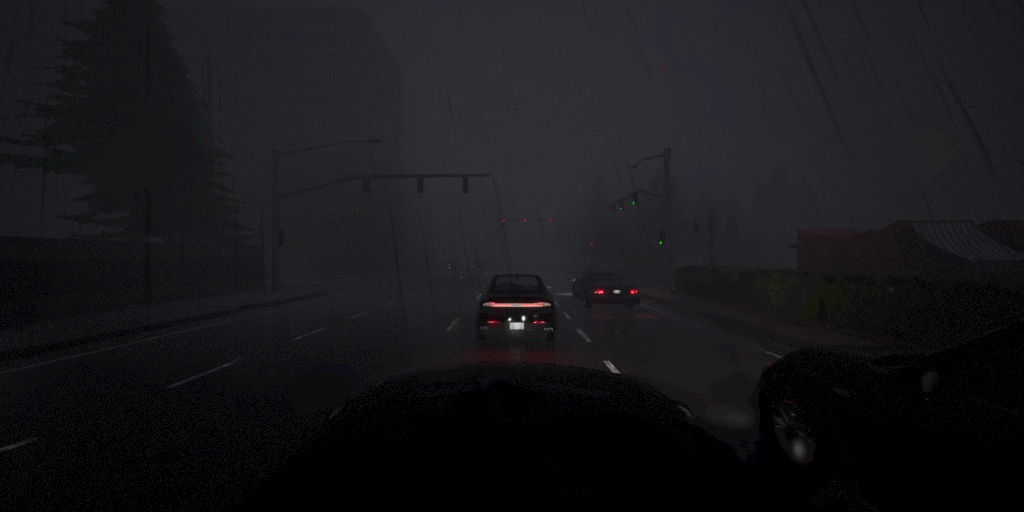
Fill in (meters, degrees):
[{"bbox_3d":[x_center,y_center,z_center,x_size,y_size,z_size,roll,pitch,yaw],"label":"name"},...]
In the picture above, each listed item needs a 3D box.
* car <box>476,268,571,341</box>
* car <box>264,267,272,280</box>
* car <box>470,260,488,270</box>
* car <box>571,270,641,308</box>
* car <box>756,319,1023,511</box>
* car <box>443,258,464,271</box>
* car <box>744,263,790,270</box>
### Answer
[{"bbox_3d":[0.135,1.241,9.873,2.128,1.511,4.902,0,0,1],"label":"car"},{"bbox_3d":[-22.185,1.157,29.773,4.553,1.767,2.097,0,0,1],"label":"car"},{"bbox_3d":[-4.725,1.312,51.576,1.994,1.385,4.181,0,0,-18],"label":"car"},{"bbox_3d":[3.707,1.297,15.050,2.033,1.411,5.357,0,0,1],"label":"car"},{"bbox_3d":[3.599,1.103,1.880,2.097,1.767,4.553,0,0,0],"label":"car"},{"bbox_3d":[-7.817,1.103,48.861,2.097,1.767,4.553,0,0,-13],"label":"car"},{"bbox_3d":[23.162,1.369,32.761,4.181,1.385,1.994,0,0,1],"label":"car"}]
